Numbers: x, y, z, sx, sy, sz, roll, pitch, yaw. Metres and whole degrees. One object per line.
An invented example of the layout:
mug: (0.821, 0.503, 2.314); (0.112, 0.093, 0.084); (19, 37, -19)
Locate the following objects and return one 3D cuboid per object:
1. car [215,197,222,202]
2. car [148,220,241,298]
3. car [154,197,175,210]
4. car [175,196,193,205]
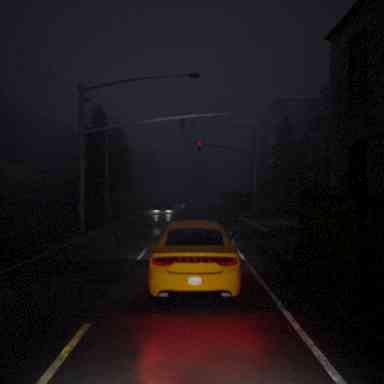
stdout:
car: (7.093, 1.402, 70.450); (1.895, 1.301, 4.718); (0, 0, 44)
car: (0.061, 1.455, 8.507); (1.882, 1.535, 5.008); (0, 0, 0)
car: (-3.563, 1.418, 41.287); (1.812, 1.442, 4.674); (0, 0, 1)
car: (-1.477, 1.399, 57.329); (2.033, 1.411, 5.357); (0, 0, 20)
